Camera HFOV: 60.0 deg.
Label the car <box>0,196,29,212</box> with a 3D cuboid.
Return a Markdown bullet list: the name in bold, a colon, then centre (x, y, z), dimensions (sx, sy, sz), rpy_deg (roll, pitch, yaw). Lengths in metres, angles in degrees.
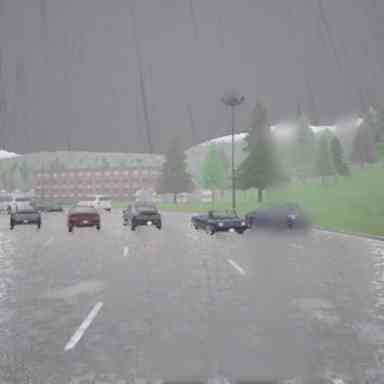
- **car**: centre (-21.380, 1.542, 39.660), dimensions (5.566, 2.045, 2.150), rpy_deg (0, 0, 37)

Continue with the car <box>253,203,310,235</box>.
- **car**: centre (4.761, 1.393, 19.355), dimensions (2.097, 1.767, 4.553), rpy_deg (-1, 0, -16)

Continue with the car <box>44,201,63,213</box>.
- **car**: centre (-17.865, 1.863, 41.227), dimensions (4.181, 1.385, 1.994), rpy_deg (-1, 0, 39)

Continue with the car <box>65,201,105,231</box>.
- **car**: centre (-7.247, 1.620, 22.020), dimensions (1.882, 1.535, 5.008), rpy_deg (0, 0, -22)

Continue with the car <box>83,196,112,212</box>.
- **car**: centre (-12.024, 1.478, 41.141), dimensions (2.150, 2.045, 5.566), rpy_deg (0, 0, -45)

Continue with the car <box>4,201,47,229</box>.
- **car**: centre (-11.619, 1.672, 23.216), dimensions (2.128, 1.511, 4.902), rpy_deg (0, 0, -27)

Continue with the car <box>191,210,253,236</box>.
- **car**: centre (1.386, 1.665, 18.968), dimensions (1.895, 1.301, 4.718), rpy_deg (0, 0, -16)

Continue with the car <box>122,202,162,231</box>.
- **car**: centre (-3.378, 1.615, 21.871), dimensions (1.837, 1.490, 4.892), rpy_deg (1, -1, -21)
